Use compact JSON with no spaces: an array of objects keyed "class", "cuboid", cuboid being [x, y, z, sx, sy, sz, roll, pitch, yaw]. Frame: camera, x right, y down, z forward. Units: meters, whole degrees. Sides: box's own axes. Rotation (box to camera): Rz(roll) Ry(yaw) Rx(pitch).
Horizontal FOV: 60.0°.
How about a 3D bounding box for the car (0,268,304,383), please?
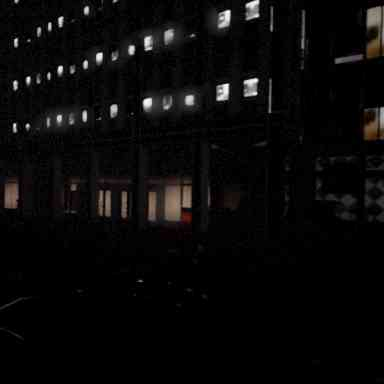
[{"class":"car","cuboid":[-1.022,1.545,3.589,4.313,1.339,1.947,1,1,35]}]
